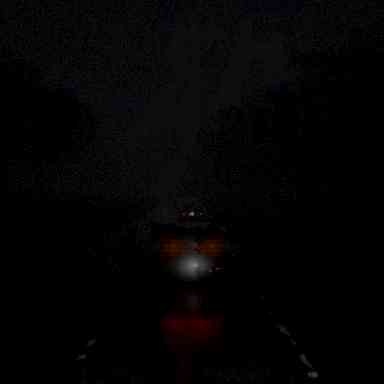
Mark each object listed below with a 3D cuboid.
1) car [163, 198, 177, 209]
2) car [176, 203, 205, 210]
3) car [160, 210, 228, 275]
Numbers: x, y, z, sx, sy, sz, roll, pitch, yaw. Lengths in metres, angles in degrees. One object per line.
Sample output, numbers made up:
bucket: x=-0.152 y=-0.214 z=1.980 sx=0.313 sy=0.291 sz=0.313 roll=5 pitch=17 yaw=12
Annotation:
car: x=-3.113 y=1.595 z=48.503 sx=2.128 sy=1.511 sz=4.902 roll=0 pitch=0 yaw=0
car: x=0.049 y=1.661 z=26.777 sx=2.033 sy=1.411 sz=5.357 roll=0 pitch=0 yaw=0
car: x=0.052 y=1.554 z=10.627 sx=1.837 sy=1.490 sz=4.892 roll=0 pitch=0 yaw=0
